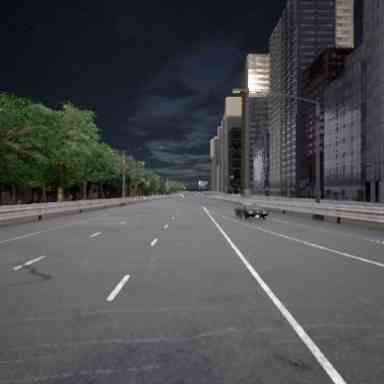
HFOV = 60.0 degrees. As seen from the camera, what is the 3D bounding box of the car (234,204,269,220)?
[{"bbox_3d":[5.049,1.690,29.072,1.895,1.301,4.718,0,0,-6],"label":"car"}]
